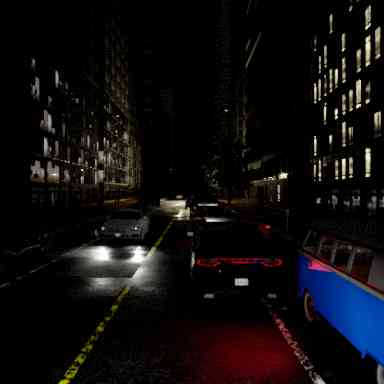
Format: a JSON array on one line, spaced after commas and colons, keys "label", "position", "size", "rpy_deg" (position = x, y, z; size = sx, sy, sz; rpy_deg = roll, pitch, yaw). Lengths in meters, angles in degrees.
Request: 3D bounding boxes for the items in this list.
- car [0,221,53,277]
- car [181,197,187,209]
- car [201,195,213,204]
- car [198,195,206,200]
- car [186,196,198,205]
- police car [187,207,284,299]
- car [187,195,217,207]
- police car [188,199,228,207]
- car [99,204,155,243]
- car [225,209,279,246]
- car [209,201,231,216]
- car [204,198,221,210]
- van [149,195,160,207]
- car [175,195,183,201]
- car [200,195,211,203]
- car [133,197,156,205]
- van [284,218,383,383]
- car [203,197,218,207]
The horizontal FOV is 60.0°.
[{"label": "car", "position": [-5.693, 1.582, 10.171], "size": [1.802, 1.307, 4.206], "rpy_deg": [0, 0, 0]}, {"label": "car", "position": [-0.007, 1.540, 44.755], "size": [2.033, 1.411, 5.357], "rpy_deg": [0, 0, 0]}, {"label": "car", "position": [2.680, 1.410, 61.402], "size": [1.967, 1.590, 4.097], "rpy_deg": [0, 0, 0]}, {"label": "car", "position": [2.676, 1.463, 89.865], "size": [1.887, 1.381, 4.507], "rpy_deg": [0, 0, 0]}, {"label": "car", "position": [-0.011, 1.521, 59.243], "size": [2.033, 1.411, 5.357], "rpy_deg": [0, 0, 0]}, {"label": "police car", "position": [0.898, 1.425, 8.606], "size": [1.930, 1.638, 5.238], "rpy_deg": [0, 0, 0]}, {"label": "car", "position": [0.895, 1.224, 24.527], "size": [2.150, 2.045, 5.566], "rpy_deg": [0, 0, 0]}, {"label": "police car", "position": [0.896, 1.425, 18.607], "size": [1.930, 1.638, 5.238], "rpy_deg": [0, 0, 0]}, {"label": "car", "position": [-3.104, 1.525, 16.235], "size": [1.812, 1.442, 4.674], "rpy_deg": [0, 0, 0]}, {"label": "car", "position": [2.687, 1.581, 15.862], "size": [1.802, 1.307, 4.206], "rpy_deg": [0, 0, 0]}, {"label": "car", "position": [2.684, 1.581, 32.940], "size": [1.802, 1.307, 4.206], "rpy_deg": [0, 0, 0]}, {"label": "car", "position": [2.683, 1.544, 44.325], "size": [2.008, 1.369, 4.403], "rpy_deg": [0, 0, 0]}, {"label": "van", "position": [-5.699, 1.328, 50.020], "size": [1.690, 1.788, 3.998], "rpy_deg": [0, 0, 0]}, {"label": "car", "position": [-3.014, 1.486, 79.828], "size": [2.033, 1.411, 5.357], "rpy_deg": [0, 0, 0]}, {"label": "car", "position": [2.679, 1.401, 67.094], "size": [1.967, 1.590, 4.097], "rpy_deg": [0, 0, 0]}, {"label": "car", "position": [-5.697, 1.548, 38.634], "size": [2.008, 1.369, 4.403], "rpy_deg": [0, 0, 0]}, {"label": "van", "position": [2.689, 1.341, 4.478], "size": [1.690, 1.788, 3.998], "rpy_deg": [0, 0, 0]}, {"label": "car", "position": [2.682, 1.538, 50.017], "size": [2.008, 1.369, 4.403], "rpy_deg": [0, 0, 0]}]
